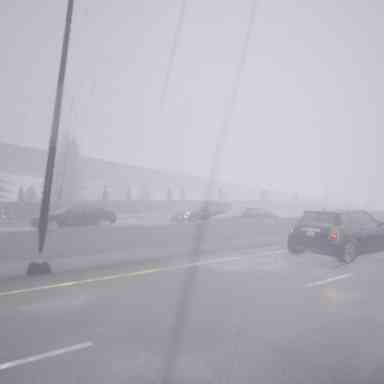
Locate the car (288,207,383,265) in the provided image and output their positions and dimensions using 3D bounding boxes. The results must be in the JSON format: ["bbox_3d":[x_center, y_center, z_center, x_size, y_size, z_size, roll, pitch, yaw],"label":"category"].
[{"bbox_3d":[5.576,1.370,12.019,4.553,1.767,2.097,0,0,-35],"label":"car"}]

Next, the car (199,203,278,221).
[{"bbox_3d":[2.977,1.546,19.008,4.674,1.442,1.812,0,0,-35],"label":"car"}]

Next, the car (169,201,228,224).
[{"bbox_3d":[0.763,1.372,21.727,4.553,1.767,2.097,0,0,-35],"label":"car"}]

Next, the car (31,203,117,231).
[{"bbox_3d":[-7.115,1.486,20.410,5.008,1.535,1.882,0,0,-35],"label":"car"}]
